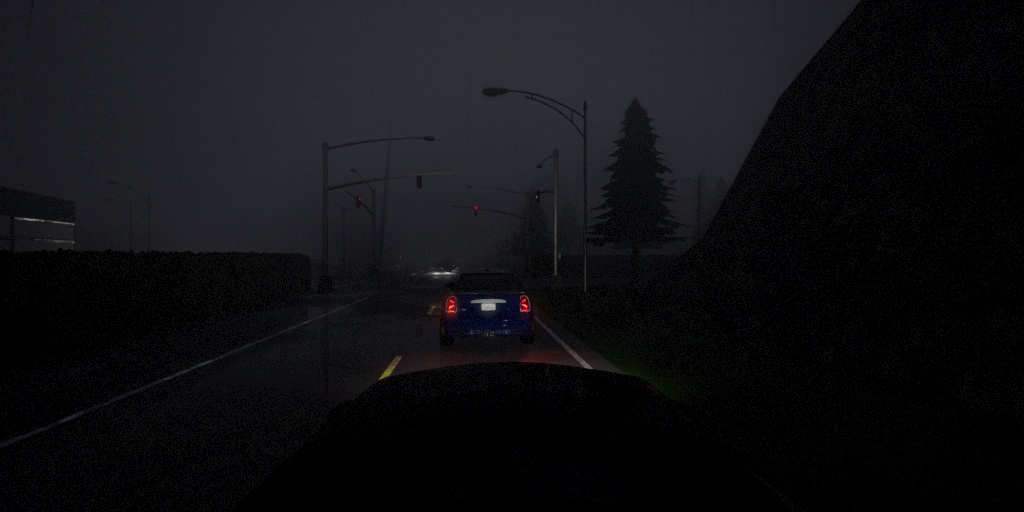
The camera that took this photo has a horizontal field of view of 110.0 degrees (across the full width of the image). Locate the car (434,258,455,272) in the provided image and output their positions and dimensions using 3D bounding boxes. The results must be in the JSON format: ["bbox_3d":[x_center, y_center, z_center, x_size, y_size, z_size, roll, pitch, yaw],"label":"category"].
[{"bbox_3d":[-8.549,1.314,44.807,1.994,1.385,4.181,0,0,-7],"label":"car"}]

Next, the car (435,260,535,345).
[{"bbox_3d":[-0.729,1.102,9.727,2.097,1.767,4.553,0,0,-6],"label":"car"}]

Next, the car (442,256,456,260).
[{"bbox_3d":[-9.650,0.971,54.196,2.150,2.045,5.566,0,0,-7],"label":"car"}]

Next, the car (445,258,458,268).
[{"bbox_3d":[-10.813,1.228,64.427,1.882,1.535,5.008,0,0,-6],"label":"car"}]
